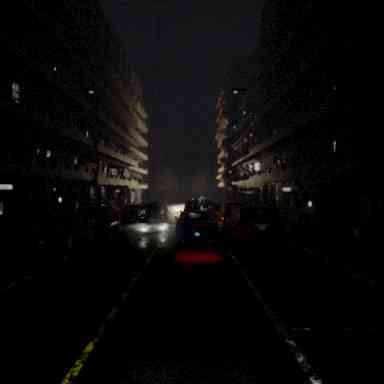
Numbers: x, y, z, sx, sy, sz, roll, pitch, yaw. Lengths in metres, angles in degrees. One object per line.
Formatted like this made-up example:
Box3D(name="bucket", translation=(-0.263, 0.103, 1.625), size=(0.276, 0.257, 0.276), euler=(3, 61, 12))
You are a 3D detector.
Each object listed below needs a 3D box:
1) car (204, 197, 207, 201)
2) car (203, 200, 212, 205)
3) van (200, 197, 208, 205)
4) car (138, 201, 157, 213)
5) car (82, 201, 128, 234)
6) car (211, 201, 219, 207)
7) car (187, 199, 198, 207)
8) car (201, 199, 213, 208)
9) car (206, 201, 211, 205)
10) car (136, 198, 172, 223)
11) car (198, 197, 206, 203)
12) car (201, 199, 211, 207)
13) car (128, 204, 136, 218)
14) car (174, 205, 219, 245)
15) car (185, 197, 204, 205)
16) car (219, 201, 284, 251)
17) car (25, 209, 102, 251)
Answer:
Box3D(name="car", translation=(2.666, 2.026, 54.512), size=(1.947, 1.339, 4.313), euler=(-1, 0, 0))
Box3D(name="car", translation=(2.641, 1.889, 37.519), size=(1.947, 1.339, 4.313), euler=(-1, 0, 0))
Box3D(name="van", translation=(2.656, 1.978, 77.171), size=(1.690, 1.788, 3.998), euler=(-1, 0, 0))
Box3D(name="car", translation=(-5.713, 1.934, 43.124), size=(1.947, 1.339, 4.313), euler=(-1, 0, 0))
Box3D(name="car", translation=(-5.712, 1.496, 20.466), size=(2.192, 1.841, 5.009), euler=(-1, 0, 0))
Box3D(name="car", translation=(2.635, 1.496, 20.529), size=(2.192, 1.841, 5.009), euler=(-1, 0, 0))
Box3D(name="car", translation=(0.085, 2.019, 63.047), size=(2.128, 1.511, 4.902), euler=(0, -1, 0))
Box3D(name="car", translation=(2.663, 2.056, 60.177), size=(2.008, 1.369, 4.403), euler=(-1, 0, 0))
Box3D(name="car", translation=(2.636, 1.821, 31.856), size=(1.887, 1.381, 4.507), euler=(-1, 0, 0))
Box3D(name="car", translation=(-3.104, 1.599, 28.338), size=(2.097, 1.767, 4.553), euler=(0, 0, 0))
Box3D(name="car", translation=(2.655, 2.159, 88.500), size=(1.967, 1.590, 4.097), euler=(-1, 0, 0))
Box3D(name="car", translation=(2.662, 2.132, 65.841), size=(1.802, 1.307, 4.206), euler=(-1, 0, 0))
Box3D(name="car", translation=(-5.711, 1.820, 31.794), size=(1.887, 1.381, 4.507), euler=(-1, 0, 0))
Box3D(name="car", translation=(0.143, 1.622, 16.316), size=(1.882, 1.535, 5.008), euler=(0, 0, -2))
Box3D(name="car", translation=(0.089, 1.730, 44.286), size=(2.097, 1.767, 4.553), euler=(0, 0, 0))
Box3D(name="car", translation=(2.636, 1.447, 14.864), size=(2.192, 1.841, 5.009), euler=(-1, 0, 0))
Box3D(name="car", translation=(-5.707, 1.677, 14.801), size=(1.887, 1.381, 4.507), euler=(-1, 0, 0))
